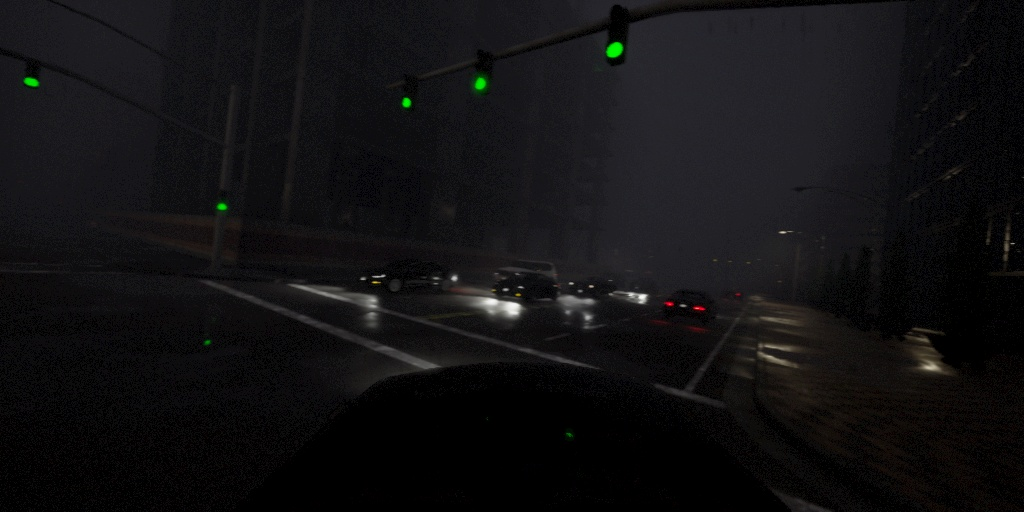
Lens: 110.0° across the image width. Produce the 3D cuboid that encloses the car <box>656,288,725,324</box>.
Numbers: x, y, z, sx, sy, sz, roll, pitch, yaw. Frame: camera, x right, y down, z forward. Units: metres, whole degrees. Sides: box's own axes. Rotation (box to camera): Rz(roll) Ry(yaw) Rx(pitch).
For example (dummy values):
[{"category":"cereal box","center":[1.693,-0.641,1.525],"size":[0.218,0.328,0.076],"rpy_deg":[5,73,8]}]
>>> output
[{"category":"car","center":[8.833,2.375,17.560],"size":[2.033,1.411,5.357],"rpy_deg":[6,-1,35]}]

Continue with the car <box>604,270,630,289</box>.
[{"category":"car","center":[10.649,2.533,38.643],"size":[2.097,1.767,4.553],"rpy_deg":[6,-1,35]}]

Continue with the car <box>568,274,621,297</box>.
[{"category":"car","center":[5.822,2.161,25.636],"size":[1.895,1.301,4.718],"rpy_deg":[6,-1,35]}]

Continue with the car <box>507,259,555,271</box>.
[{"category":"car","center":[1.066,1.262,24.845],"size":[2.150,2.045,5.566],"rpy_deg":[6,-1,35]}]

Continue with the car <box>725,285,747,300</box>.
[{"category":"car","center":[27.476,4.651,44.413],"size":[1.895,1.301,4.718],"rpy_deg":[6,-1,36]}]

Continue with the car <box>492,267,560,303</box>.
[{"category":"car","center":[0.852,1.531,18.464],"size":[1.994,1.385,4.181],"rpy_deg":[6,0,35]}]

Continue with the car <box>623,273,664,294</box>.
[{"category":"car","center":[13.497,2.965,36.652],"size":[2.128,1.511,4.902],"rpy_deg":[6,0,35]}]

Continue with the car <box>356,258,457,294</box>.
[{"category":"car","center":[-4.677,0.860,16.650],"size":[1.837,1.490,4.892],"rpy_deg":[6,-1,36]}]
